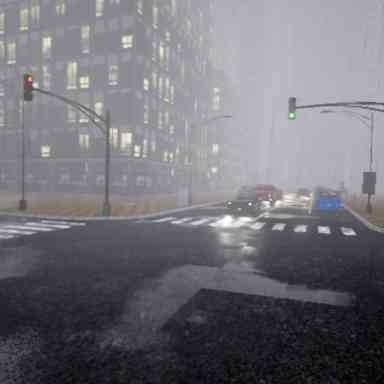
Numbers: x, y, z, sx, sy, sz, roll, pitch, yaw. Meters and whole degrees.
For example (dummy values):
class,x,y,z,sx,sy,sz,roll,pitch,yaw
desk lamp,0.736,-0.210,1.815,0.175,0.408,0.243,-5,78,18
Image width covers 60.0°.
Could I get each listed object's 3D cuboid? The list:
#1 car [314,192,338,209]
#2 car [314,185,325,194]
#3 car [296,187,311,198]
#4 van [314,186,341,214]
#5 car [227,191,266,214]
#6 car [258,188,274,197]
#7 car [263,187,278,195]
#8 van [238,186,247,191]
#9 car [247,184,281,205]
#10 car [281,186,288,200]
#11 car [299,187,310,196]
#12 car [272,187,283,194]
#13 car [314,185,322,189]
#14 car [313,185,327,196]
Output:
class,x,y,z,sx,sy,sz,roll,pitch,yaw
car,12.531,0.743,31.355,1.887,1.381,4.507,2,2,20
car,27.883,-0.556,72.902,2.192,1.841,5.009,2,2,20
car,17.287,0.125,51.751,1.837,1.490,4.892,2,2,20
van,10.699,0.676,26.124,1.690,1.788,3.998,2,2,20
car,4.096,0.834,25.310,1.895,1.301,4.718,2,2,20
car,12.333,-0.018,55.036,1.947,1.339,4.313,2,2,20
car,14.255,-0.166,60.228,2.008,1.369,4.403,2,2,20
van,6.575,0.158,39.447,1.690,1.788,3.998,2,2,20
car,7.594,0.214,34.713,2.150,2.045,5.566,2,2,21
car,11.162,0.236,44.384,2.128,1.511,4.902,2,2,20
car,20.958,-0.140,61.953,1.837,1.490,4.892,2,2,20
car,18.097,-0.403,70.618,1.802,1.307,4.206,2,2,20
car,20.198,-0.020,52.127,2.192,1.841,5.009,2,2,20
car,24.041,-0.288,62.515,2.192,1.841,5.009,2,2,20
